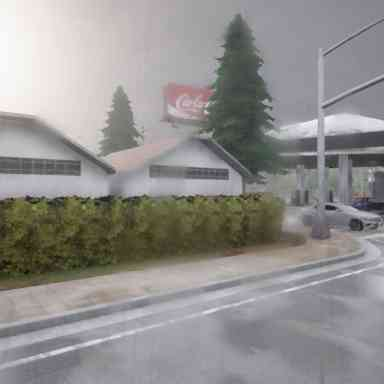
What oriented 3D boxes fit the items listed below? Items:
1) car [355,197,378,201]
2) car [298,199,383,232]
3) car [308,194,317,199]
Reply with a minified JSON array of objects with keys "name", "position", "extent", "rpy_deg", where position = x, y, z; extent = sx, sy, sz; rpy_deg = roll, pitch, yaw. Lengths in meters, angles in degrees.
[{"name":"car","position":[20.935,1.471,39.443],"extent":[4.611,1.667,2.242],"rpy_deg":[0,0,-36]},{"name":"car","position":[8.287,1.331,18.968],"extent":[1.812,1.442,4.674],"rpy_deg":[0,0,-36]},{"name":"car","position":[31.951,1.313,88.948],"extent":[2.152,1.636,5.027],"rpy_deg":[0,0,-36]}]
